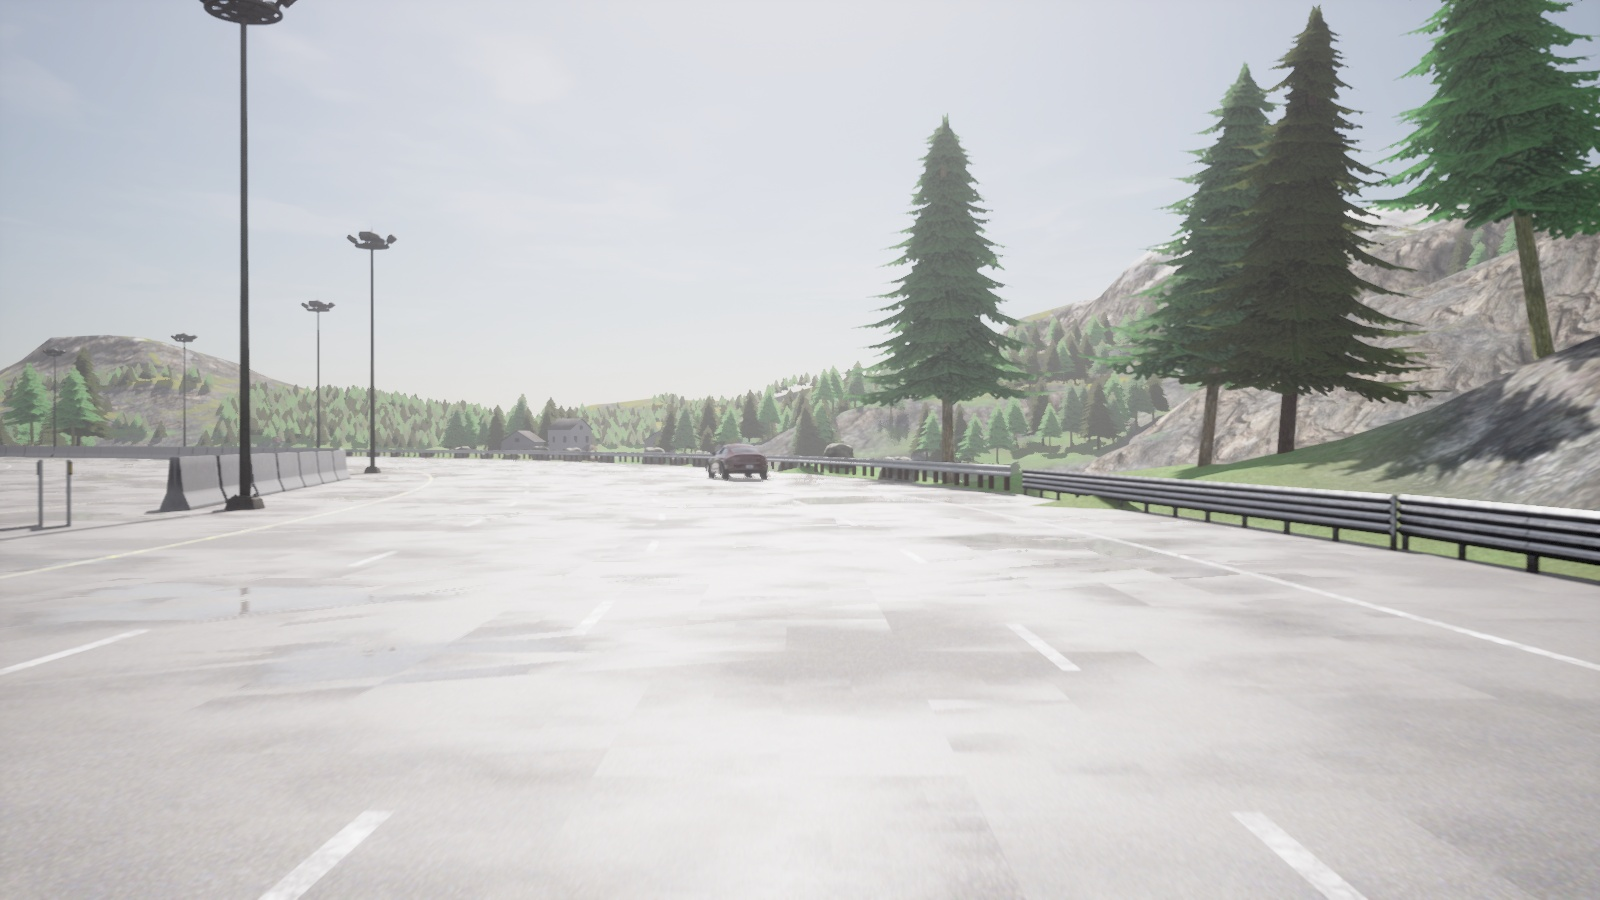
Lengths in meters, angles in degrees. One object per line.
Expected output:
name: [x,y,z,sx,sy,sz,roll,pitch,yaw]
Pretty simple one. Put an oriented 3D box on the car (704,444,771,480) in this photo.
car: [-2.661,0.475,52.318,1.812,1.442,4.674,0,0,-15]
